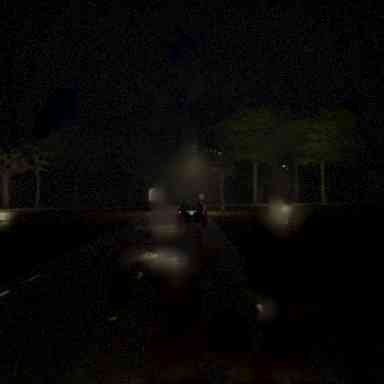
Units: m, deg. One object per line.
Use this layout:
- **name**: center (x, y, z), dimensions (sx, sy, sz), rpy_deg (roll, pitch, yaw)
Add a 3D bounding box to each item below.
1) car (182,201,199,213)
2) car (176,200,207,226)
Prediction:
- **car**: center (-0.153, 1.815, 42.068), dimensions (2.033, 1.411, 5.357), rpy_deg (0, -1, 0)
- **car**: center (-0.044, 1.430, 23.883), dimensions (2.097, 1.767, 4.553), rpy_deg (0, 0, -1)
